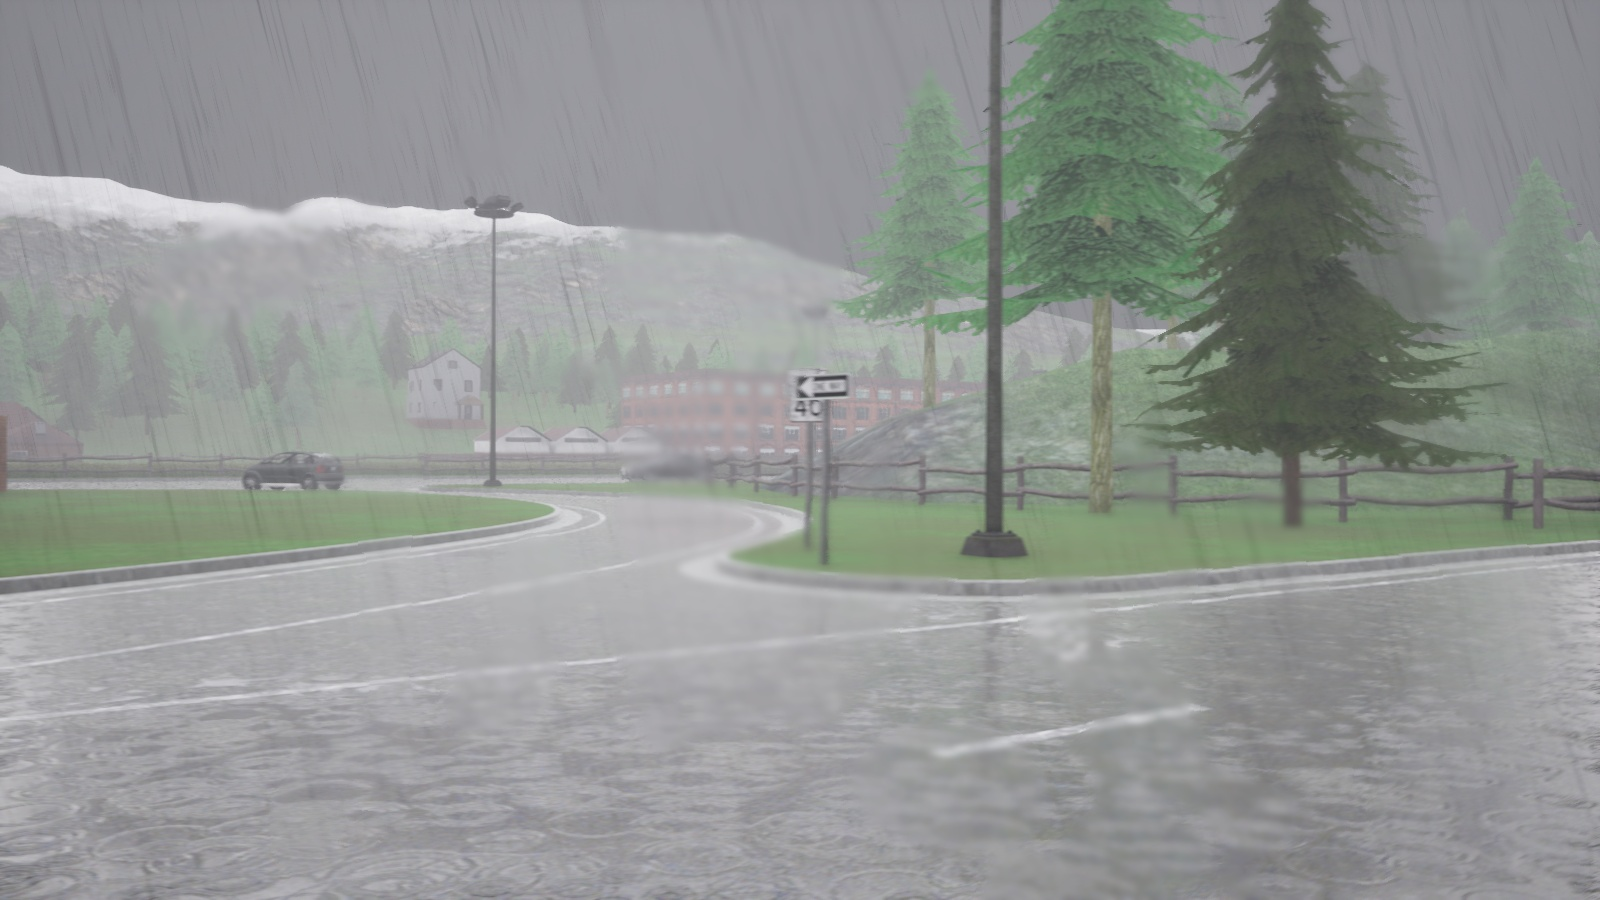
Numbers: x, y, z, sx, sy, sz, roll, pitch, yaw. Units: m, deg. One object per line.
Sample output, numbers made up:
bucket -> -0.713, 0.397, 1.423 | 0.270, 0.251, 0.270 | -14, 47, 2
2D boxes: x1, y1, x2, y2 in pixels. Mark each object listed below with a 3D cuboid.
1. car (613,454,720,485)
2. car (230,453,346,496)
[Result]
car -> -6.632, 0.952, 62.507 | 4.902, 1.511, 2.128 | 0, 0, -35
car -> -19.366, 0.914, 47.550 | 3.705, 1.549, 1.789 | 0, -1, 13
